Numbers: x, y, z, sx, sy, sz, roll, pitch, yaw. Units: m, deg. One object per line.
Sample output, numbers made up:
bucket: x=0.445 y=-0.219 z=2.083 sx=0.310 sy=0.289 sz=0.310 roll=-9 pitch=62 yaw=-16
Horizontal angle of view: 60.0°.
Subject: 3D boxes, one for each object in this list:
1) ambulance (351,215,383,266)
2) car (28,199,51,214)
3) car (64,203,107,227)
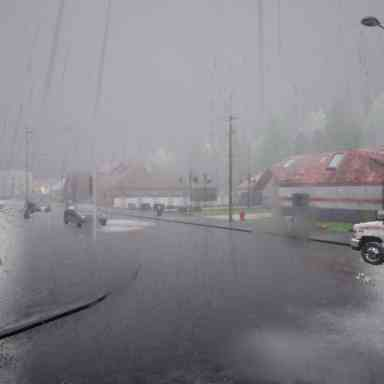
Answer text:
ambulance: x=7.635 y=1.031 z=8.740 sx=2.351 sy=2.431 sz=6.366 roll=0 pitch=0 yaw=-35
car: x=-16.318 y=1.491 z=35.290 sx=2.128 sy=1.511 sz=4.902 roll=0 pitch=0 yaw=-35
car: x=-7.464 y=1.525 z=22.887 sx=1.812 sy=1.442 sz=4.674 roll=0 pitch=0 yaw=-36
